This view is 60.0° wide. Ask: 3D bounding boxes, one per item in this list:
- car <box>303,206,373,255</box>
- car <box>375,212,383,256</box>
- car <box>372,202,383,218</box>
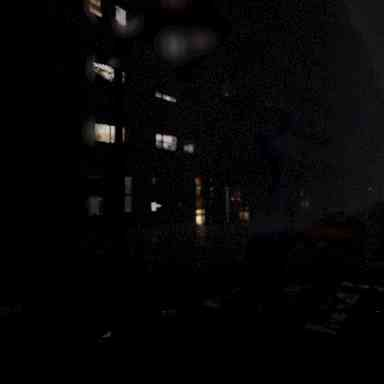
[{"bbox_3d":[5.840,1.505,13.379,1.752,1.417,4.829,-1,-1,35],"label":"car"},{"bbox_3d":[8.095,1.542,12.058,1.994,1.385,4.181,0,0,35],"label":"car"},{"bbox_3d":[15.717,1.495,27.417,1.887,1.381,4.507,-1,-1,35],"label":"car"}]
